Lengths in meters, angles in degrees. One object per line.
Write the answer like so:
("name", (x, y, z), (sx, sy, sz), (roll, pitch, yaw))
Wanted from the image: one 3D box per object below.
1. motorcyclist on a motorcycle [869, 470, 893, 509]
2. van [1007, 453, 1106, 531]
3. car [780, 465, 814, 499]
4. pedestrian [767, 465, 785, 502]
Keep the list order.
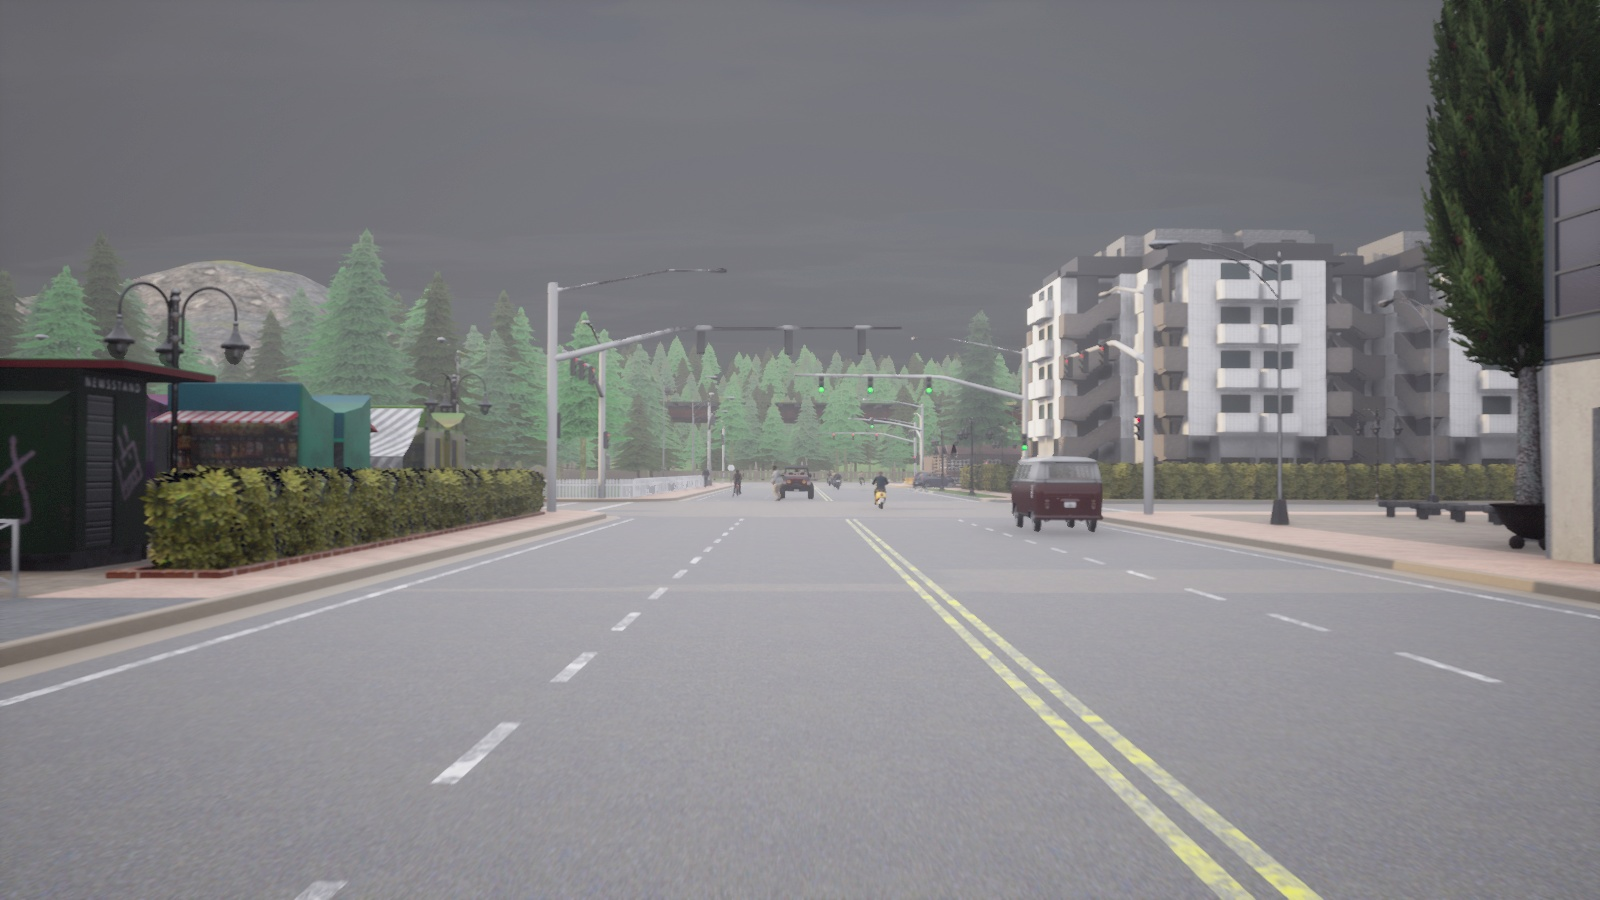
("motorcyclist on a motorcycle", (3.371, 1.636, 52.635), (0.866, 1.590, 1.817), (0, -1, 0))
("van", (6.915, 1.114, 34.317), (1.775, 1.987, 4.442), (0, -1, 0))
("car", (-0.175, 1.803, 71.201), (1.905, 1.878, 3.866), (0, -1, 0))
("pedestrian", (-1.208, 1.680, 63.455), (0.900, 1.855, 0.874), (0, -1, 1))
